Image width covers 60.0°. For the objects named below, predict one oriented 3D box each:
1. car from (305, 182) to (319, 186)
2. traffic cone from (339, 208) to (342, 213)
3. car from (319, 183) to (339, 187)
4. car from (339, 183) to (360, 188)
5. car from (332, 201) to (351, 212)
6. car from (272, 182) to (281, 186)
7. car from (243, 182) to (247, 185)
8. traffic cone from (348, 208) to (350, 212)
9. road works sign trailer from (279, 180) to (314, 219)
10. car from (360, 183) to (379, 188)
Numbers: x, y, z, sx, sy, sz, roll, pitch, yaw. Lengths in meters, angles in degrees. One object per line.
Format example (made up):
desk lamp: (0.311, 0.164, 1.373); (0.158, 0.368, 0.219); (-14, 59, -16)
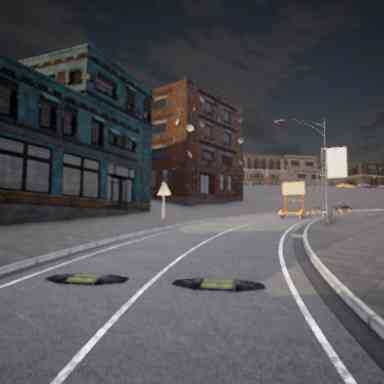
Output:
car: (26.719, -1.577, 79.326); (4.892, 1.521, 2.231); (1, -5, -9)
traffic cone: (18.671, 2.290, 41.859); (0.340, 0.580, 0.340); (-4, -3, 39)
car: (32.173, -1.412, 80.329); (4.674, 1.452, 2.002); (1, -5, -11)
car: (37.605, -1.310, 81.454); (5.008, 1.535, 2.097); (1, -5, -12)
car: (21.257, 2.089, 48.313); (4.892, 1.490, 1.837); (1, -4, -37)
car: (21.274, -1.677, 78.425); (4.892, 1.521, 2.231); (1, -5, -9)
car: (10.478, -1.973, 76.665); (4.553, 1.767, 2.185); (1, -5, -9)
traffic cone: (19.439, 2.234, 41.226); (0.340, 0.580, 0.340); (-4, -3, 40)
road works sign trailer: (9.946, 0.705, 32.205); (2.380, 3.560, 2.880); (-3, -2, 41)
car: (42.989, -1.284, 82.697); (4.553, 1.767, 2.185); (2, -5, -13)
